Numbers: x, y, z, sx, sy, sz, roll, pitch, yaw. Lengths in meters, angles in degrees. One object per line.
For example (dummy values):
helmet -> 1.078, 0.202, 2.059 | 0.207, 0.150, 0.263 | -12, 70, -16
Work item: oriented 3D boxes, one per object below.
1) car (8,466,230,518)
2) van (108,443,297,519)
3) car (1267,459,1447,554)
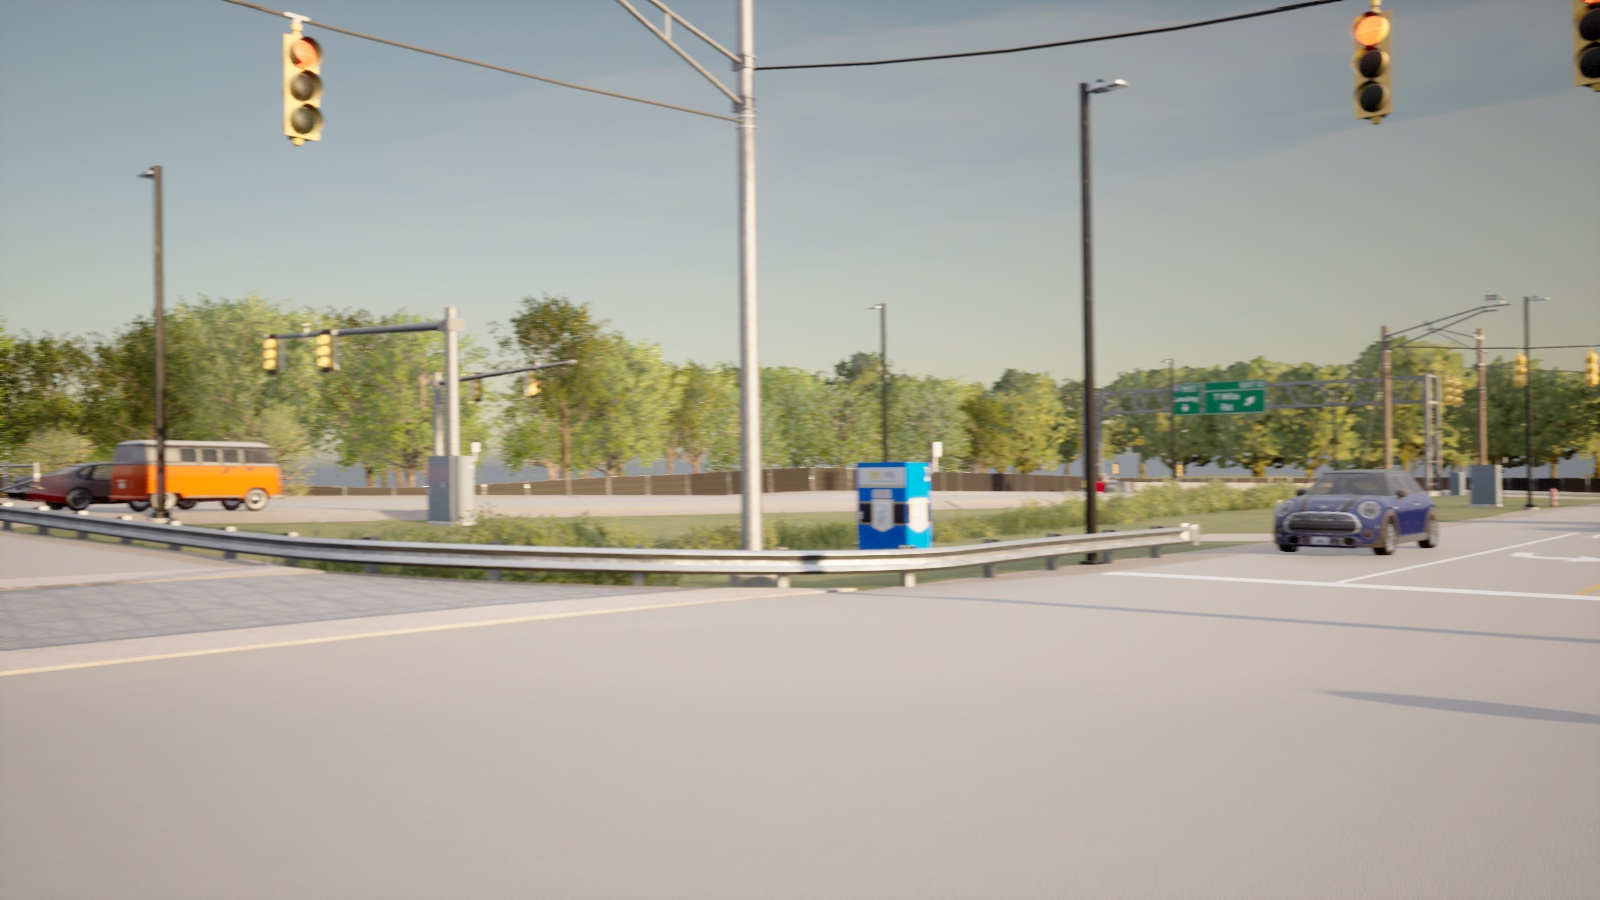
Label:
car -> -19.899, 1.223, 36.924 | 2.033, 1.411, 5.357 | -2, -2, 41
van -> -16.710, 0.868, 35.274 | 1.775, 1.987, 4.442 | -2, -2, 41
car -> 11.467, 1.091, 25.683 | 2.097, 1.767, 4.553 | -2, -2, 41
